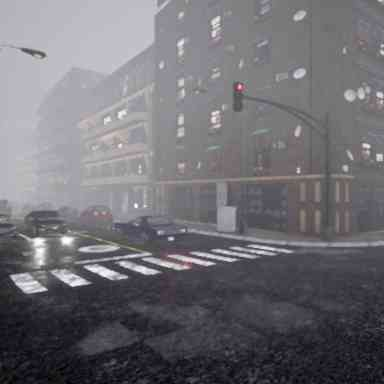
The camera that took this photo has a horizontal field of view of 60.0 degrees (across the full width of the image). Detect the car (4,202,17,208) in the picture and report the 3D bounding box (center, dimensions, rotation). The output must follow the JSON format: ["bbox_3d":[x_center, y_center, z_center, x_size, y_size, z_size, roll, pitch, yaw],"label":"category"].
[{"bbox_3d":[-40.256,2.844,73.699,1.947,1.339,4.313,-1,0,-36],"label":"car"}]

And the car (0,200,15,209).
[{"bbox_3d":[-23.968,1.962,41.483,2.150,2.045,5.566,0,-1,-35],"label":"car"}]

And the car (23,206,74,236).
[{"bbox_3d":[-9.373,1.881,21.242,1.837,1.490,4.892,0,-1,-36],"label":"car"}]

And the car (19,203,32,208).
[{"bbox_3d":[-27.182,2.535,55.662,1.802,1.307,4.206,-1,0,-36],"label":"car"}]

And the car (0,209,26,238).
[{"bbox_3d":[-11.195,1.909,19.104,2.008,1.369,4.403,-1,0,-36],"label":"car"}]

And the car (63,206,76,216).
[{"bbox_3d":[-14.045,2.211,37.672,1.802,1.307,4.206,-1,0,-36],"label":"car"}]

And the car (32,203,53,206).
[{"bbox_3d":[-20.644,2.231,46.647,1.967,1.590,4.097,-1,0,-36],"label":"car"}]

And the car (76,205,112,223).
[{"bbox_3d":[-8.782,1.941,30.493,1.967,1.590,4.097,-1,0,-36],"label":"car"}]

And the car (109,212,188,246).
[{"bbox_3d":[-2.261,1.880,17.003,1.895,1.301,4.718,0,-1,-36],"label":"car"}]

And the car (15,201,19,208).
[{"bbox_3d":[-36.990,2.637,69.190,1.967,1.590,4.097,-1,0,-36],"label":"car"}]
